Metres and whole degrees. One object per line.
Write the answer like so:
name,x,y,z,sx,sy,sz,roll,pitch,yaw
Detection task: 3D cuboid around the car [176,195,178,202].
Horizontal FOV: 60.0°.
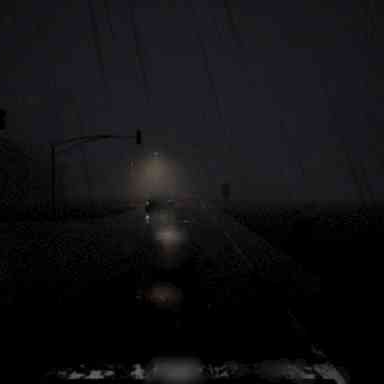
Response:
car,-3.585,1.193,52.666,1.812,1.442,4.674,0,0,1

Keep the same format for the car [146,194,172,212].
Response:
car,-3.600,1.138,35.069,2.097,1.767,4.553,0,0,0

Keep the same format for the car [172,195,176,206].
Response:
car,-3.601,1.079,43.850,2.097,1.767,4.553,0,0,0

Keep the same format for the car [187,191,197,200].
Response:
car,-0.021,0.711,77.399,2.150,2.045,5.566,0,0,0

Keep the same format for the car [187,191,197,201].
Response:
car,-0.018,0.915,67.185,2.097,1.767,4.553,0,0,0
